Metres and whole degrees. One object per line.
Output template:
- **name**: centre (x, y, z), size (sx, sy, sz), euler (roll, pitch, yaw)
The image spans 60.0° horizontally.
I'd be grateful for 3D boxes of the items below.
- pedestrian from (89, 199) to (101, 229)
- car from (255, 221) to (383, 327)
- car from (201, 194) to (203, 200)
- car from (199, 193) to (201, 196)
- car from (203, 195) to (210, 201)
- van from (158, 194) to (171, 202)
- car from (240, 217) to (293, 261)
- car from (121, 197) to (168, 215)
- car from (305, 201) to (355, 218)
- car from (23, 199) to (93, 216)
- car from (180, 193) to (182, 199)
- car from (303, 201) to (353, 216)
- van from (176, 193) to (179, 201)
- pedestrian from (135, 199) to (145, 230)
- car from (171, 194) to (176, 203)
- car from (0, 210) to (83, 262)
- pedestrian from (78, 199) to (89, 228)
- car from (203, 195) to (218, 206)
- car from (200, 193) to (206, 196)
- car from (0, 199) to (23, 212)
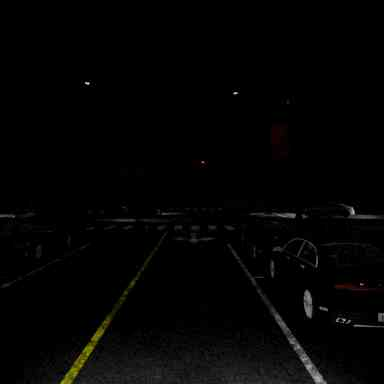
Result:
- **pedestrian**: centre (-5.724, 1.297, 19.844), size (0.375, 1.860, 0.375), euler (0, 0, 0)
- **car**: centre (2.799, 1.551, 6.924), size (2.008, 1.369, 4.403), euler (0, 0, 0)
- **car**: centre (3.393, 1.572, 65.123), size (2.008, 1.369, 4.403), euler (0, 0, 1)
- **car**: centre (3.788, 1.478, 92.685), size (1.967, 1.590, 4.097), euler (0, 0, 1)
- **car**: centre (3.711, 1.560, 87.343), size (1.752, 1.417, 4.829), euler (0, 0, 1)
- **van**: centre (-5.210, 1.360, 59.730), size (1.690, 1.788, 3.998), euler (0, 0, 1)
- **car**: centre (2.825, 1.552, 11.916), size (2.008, 1.369, 4.403), euler (0, 0, 0)
- **car**: centre (-4.986, 1.521, 33.350), size (4.181, 1.385, 1.994), euler (1, 1, -34)
- **car**: centre (14.071, 1.817, 33.964), size (4.674, 1.442, 1.812), euler (1, 0, 1)
- **car**: centre (-10.565, 1.322, 27.005), size (4.902, 1.511, 2.128), euler (1, 0, 7)
- **car**: centre (-4.736, 1.353, 92.802), size (2.192, 1.841, 5.009), euler (0, 0, 1)
- **car**: centre (15.150, 1.822, 37.224), size (4.892, 1.490, 1.837), euler (1, 0, 0)
- **van**: centre (-4.894, 1.372, 81.778), size (1.690, 1.788, 3.998), euler (0, 0, 1)
- **pedestrian**: centre (-2.998, 1.297, 19.219), size (0.375, 1.860, 0.375), euler (0, 0, 0)
- **car**: centre (-5.052, 1.591, 70.754), size (1.947, 1.339, 4.313), euler (0, 0, 1)
- **car**: centre (-5.700, 1.552, 11.964), size (2.008, 1.369, 4.403), euler (0, 0, 0)
- **pedestrian**: centre (-6.601, 1.296, 20.445), size (0.375, 1.860, 0.375), euler (0, 0, 0)
- **car**: centre (3.235, 1.567, 54.098), size (2.008, 1.369, 4.403), euler (0, 0, 1)
- **car**: centre (3.472, 1.339, 70.635), size (2.192, 1.841, 5.009), euler (0, 0, 1)
- **car**: centre (-17.351, 1.319, 30.799), size (4.718, 1.301, 1.895), euler (1, 0, 0)
